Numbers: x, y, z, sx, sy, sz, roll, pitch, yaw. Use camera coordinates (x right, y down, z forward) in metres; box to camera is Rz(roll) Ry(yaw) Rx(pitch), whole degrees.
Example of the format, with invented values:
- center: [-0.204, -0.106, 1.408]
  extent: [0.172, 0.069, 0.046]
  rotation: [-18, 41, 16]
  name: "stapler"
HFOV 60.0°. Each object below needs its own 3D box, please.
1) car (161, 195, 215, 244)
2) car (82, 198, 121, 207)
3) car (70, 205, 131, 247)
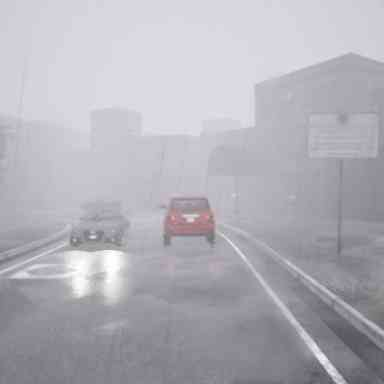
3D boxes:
- center: [-0.274, 1.147, 15.709]
  extent: [2.150, 2.045, 5.566]
  rotation: [0, 1, -5]
  name: "car"
- center: [-9.196, 1.300, 33.474]
  extent: [5.008, 1.535, 1.882]
  rotation: [0, 2, 42]
  name: "car"
- center: [-3.861, 1.508, 14.607]
  extent: [1.994, 1.385, 4.181]
  rotation: [0, 0, -4]
  name: "car"
